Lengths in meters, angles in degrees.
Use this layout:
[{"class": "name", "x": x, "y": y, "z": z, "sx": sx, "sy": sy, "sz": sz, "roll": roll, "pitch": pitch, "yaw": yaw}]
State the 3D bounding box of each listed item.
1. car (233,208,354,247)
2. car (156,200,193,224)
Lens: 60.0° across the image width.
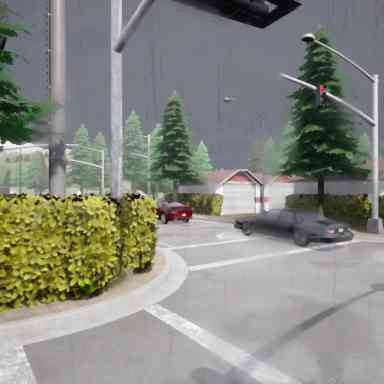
[{"class": "car", "x": 4.253, "y": 1.422, "z": 14.783, "sx": 2.033, "sy": 1.411, "sz": 5.357, "roll": 0, "pitch": 2, "yaw": -35}, {"class": "car", "x": -1.943, "y": 1.305, "z": 23.378, "sx": 1.882, "sy": 1.535, "sz": 5.008, "roll": -1, "pitch": 1, "yaw": -35}]
